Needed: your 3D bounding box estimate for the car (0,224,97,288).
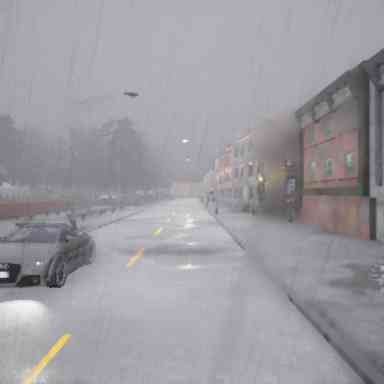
[{"bbox_3d":[-4.092,1.606,9.169,1.994,1.385,4.181,0,0,0],"label":"car"}]
